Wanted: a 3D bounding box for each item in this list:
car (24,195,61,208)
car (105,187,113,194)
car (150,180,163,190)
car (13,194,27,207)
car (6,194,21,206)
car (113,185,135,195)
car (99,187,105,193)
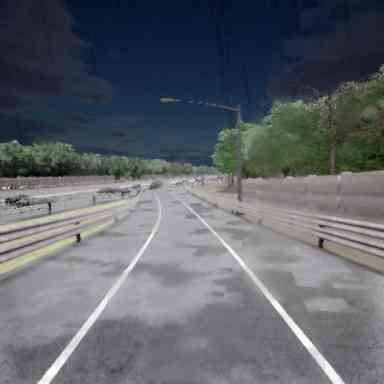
[{"bbox_3d":[-19.354,1.398,44.225,2.128,1.511,4.902,0,4,11],"label":"car"},{"bbox_3d":[-16.862,-0.440,74.289,1.882,1.535,5.008,0,4,11],"label":"car"},{"bbox_3d":[-9.829,-1.753,91.446,2.150,2.045,5.566,0,3,11],"label":"car"},{"bbox_3d":[-22.386,1.353,46.902,1.895,1.301,4.718,0,4,11],"label":"car"},{"bbox_3d":[-25.428,1.096,49.517,1.837,1.490,4.892,0,4,11],"label":"car"},{"bbox_3d":[-14.222,-0.156,69.676,1.837,1.490,4.892,0,4,11],"label":"car"},{"bbox_3d":[-19.851,-0.522,77.173,1.994,1.385,4.181,0,3,11],"label":"car"}]
